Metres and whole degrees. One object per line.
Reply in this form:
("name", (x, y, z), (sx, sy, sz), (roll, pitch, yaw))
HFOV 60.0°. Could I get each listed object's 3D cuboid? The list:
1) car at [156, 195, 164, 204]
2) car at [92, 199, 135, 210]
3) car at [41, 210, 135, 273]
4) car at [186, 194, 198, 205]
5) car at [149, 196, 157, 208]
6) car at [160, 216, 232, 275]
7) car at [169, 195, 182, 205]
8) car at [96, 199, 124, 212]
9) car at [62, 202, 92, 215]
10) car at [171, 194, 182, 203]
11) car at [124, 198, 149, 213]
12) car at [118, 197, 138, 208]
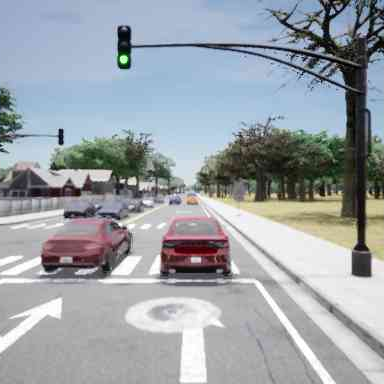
("car", (-6.501, 1.447, 64.156), (2.097, 1.767, 4.553), (0, 0, 0))
("car", (-6.598, 1.574, 28.564), (2.033, 1.411, 5.357), (0, 0, 0))
("car", (-3.153, 1.537, 10.639), (1.812, 1.442, 4.674), (0, 0, 0))
("car", (0.097, 1.519, 59.665), (1.882, 1.535, 5.008), (0, 0, 0))
("car", (-6.584, 1.563, 48.179), (1.812, 1.442, 4.674), (0, 0, 0))
("car", (0.097, 1.488, 10.521), (1.882, 1.535, 5.008), (0, 0, 0))
("car", (-3.148, 1.567, 60.065), (1.812, 1.442, 4.674), (0, 0, 0))
("car", (-9.848, 1.582, 40.372), (2.033, 1.411, 5.357), (0, 0, 0))
("car", (-9.884, 1.575, 29.887), (2.033, 1.411, 5.357), (0, 0, -3))
("car", (-3.250, 1.399, 70.030), (2.097, 1.767, 4.553), (0, 0, 0))
("car", (-6.602, 1.525, 38.025), (2.128, 1.511, 4.902), (0, 0, 0))
("car", (-9.828, 1.586, 51.392), (2.033, 1.411, 5.357), (0, 0, 0))
